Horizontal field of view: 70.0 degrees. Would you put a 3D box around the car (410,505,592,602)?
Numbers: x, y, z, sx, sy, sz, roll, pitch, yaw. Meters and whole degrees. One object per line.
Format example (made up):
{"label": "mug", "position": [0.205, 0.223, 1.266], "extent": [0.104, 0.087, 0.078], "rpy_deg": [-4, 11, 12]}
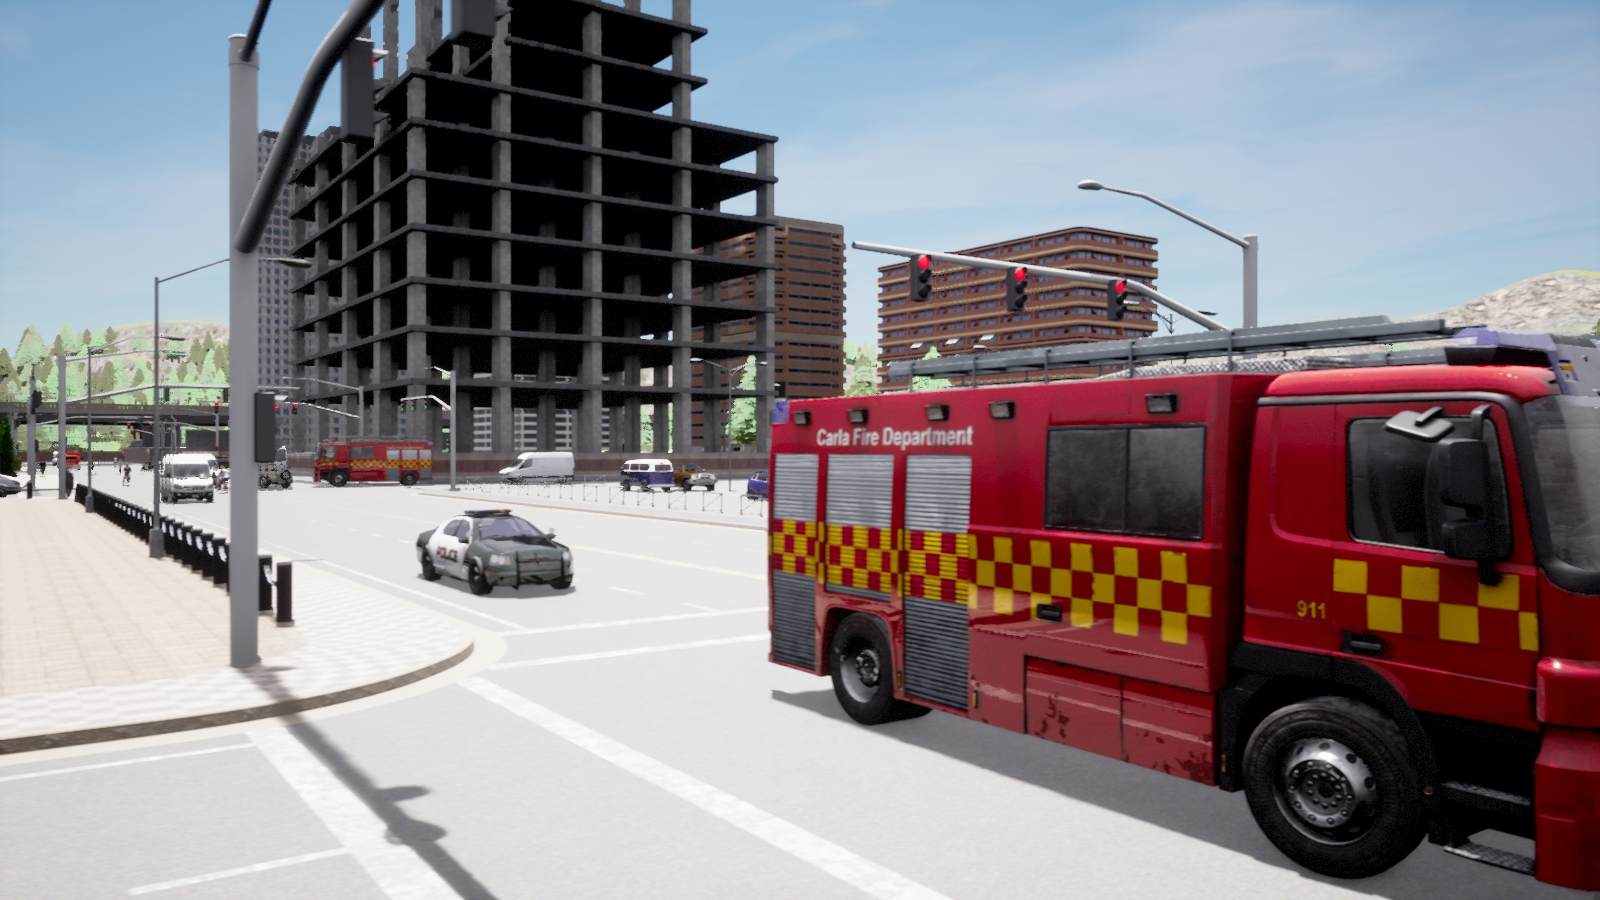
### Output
{"label": "car", "position": [-6.340, 2.034, 23.772], "extent": [2.038, 1.542, 4.974], "rpy_deg": [0, 0, -35]}

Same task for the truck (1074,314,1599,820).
{"label": "truck", "position": [6.573, 0.886, 10.761], "extent": [2.891, 3.827, 8.468], "rpy_deg": [0, 0, -28]}

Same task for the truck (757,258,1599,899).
{"label": "truck", "position": [3.094, 0.887, 10.385], "extent": [2.891, 3.827, 8.468], "rpy_deg": [0, 0, -34]}

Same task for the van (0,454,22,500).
{"label": "van", "position": [-46.481, 1.479, 62.989], "extent": [5.915, 2.561, 1.988], "rpy_deg": [0, 0, -36]}

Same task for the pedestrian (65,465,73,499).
{"label": "pedestrian", "position": [-40.777, 1.797, 63.701], "extent": [0.375, 1.860, 0.375], "rpy_deg": [0, 0, -32]}

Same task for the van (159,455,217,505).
{"label": "van", "position": [-32.825, 1.534, 61.206], "extent": [1.988, 2.561, 5.915], "rpy_deg": [0, 0, -35]}
